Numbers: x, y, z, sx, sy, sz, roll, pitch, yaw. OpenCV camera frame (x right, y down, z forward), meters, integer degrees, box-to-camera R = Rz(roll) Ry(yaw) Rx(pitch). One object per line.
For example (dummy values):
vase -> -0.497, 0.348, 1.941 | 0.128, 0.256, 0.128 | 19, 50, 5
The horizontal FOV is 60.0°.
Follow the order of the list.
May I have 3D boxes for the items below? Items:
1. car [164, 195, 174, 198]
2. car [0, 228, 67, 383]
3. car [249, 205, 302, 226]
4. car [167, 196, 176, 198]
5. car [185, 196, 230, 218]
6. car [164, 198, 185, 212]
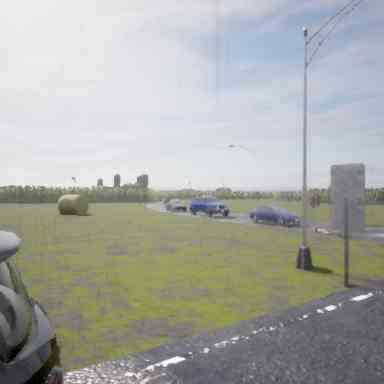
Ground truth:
car -> -4.338, 1.622, 65.982 | 2.150, 2.045, 5.566 | 0, 0, -6
car -> -3.204, 1.201, 0.804 | 5.566, 2.045, 2.150 | 1, 0, -36
car -> 6.321, 1.745, 25.602 | 1.812, 1.442, 4.674 | 0, 0, -29
car -> -2.579, 1.868, 55.805 | 1.812, 1.442, 4.674 | 0, 0, -12
car -> 1.703, 1.478, 34.441 | 2.150, 2.045, 5.566 | 0, 0, -27
car -> -2.182, 1.844, 44.166 | 2.033, 1.411, 5.357 | 0, 0, -19
